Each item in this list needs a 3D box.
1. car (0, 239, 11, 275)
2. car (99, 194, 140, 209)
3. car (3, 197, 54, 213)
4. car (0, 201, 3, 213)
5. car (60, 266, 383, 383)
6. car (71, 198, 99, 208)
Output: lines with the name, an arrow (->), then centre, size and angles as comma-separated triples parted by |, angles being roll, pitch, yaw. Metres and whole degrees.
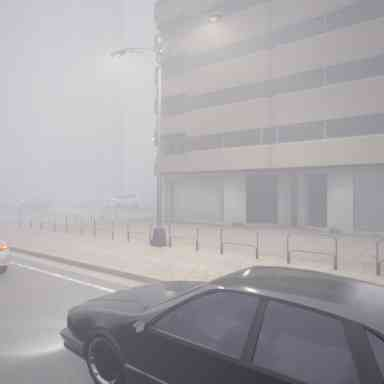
car -> -6.747, 1.526, 9.250 | 4.674, 1.442, 1.812 | 0, 0, 39
car -> -10.001, 1.278, 47.705 | 2.150, 2.045, 5.566 | 0, 0, 38
car -> -18.002, 1.407, 37.177 | 2.097, 1.767, 4.553 | 0, 0, 37
car -> -22.787, 1.547, 36.703 | 2.128, 1.511, 4.902 | 0, 0, 38
car -> 0.852, 1.547, 3.404 | 5.357, 1.411, 2.033 | 0, 0, 38
car -> -14.554, 1.602, 47.515 | 2.033, 1.411, 5.357 | 0, 0, 37
